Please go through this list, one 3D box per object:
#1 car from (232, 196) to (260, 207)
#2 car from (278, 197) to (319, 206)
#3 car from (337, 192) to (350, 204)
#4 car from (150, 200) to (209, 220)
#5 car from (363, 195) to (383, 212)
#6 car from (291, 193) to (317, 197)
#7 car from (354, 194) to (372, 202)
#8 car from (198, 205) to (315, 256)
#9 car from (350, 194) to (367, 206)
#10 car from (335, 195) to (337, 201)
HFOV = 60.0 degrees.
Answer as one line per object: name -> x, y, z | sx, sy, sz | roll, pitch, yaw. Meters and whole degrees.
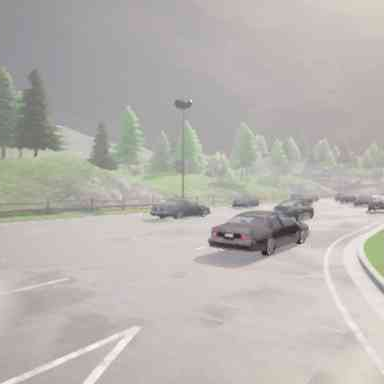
car -> 6.635, 1.186, 40.386 | 1.994, 1.385, 4.181 | 1, 1, 38
car -> 7.467, 1.313, 24.408 | 1.812, 1.442, 4.674 | 1, 1, 38
car -> 24.809, 1.090, 52.424 | 1.837, 1.490, 4.892 | 1, 1, 38
car -> -0.804, 1.289, 25.192 | 2.033, 1.411, 5.357 | 1, 1, 38
car -> 19.005, 1.275, 33.480 | 1.812, 1.442, 4.674 | 1, 1, 38
car -> 14.918, 0.964, 45.296 | 2.097, 1.767, 4.553 | 1, 1, 38
car -> 31.228, 1.098, 60.632 | 2.033, 1.411, 5.357 | 1, 1, 38
car -> 2.732, 1.431, 12.673 | 2.033, 1.411, 5.357 | 1, 1, 38
car -> 23.123, 1.205, 44.426 | 2.033, 1.411, 5.357 | 1, 1, 38
car -> 28.748, 0.851, 63.122 | 2.097, 1.767, 4.553 | 1, 1, 38
